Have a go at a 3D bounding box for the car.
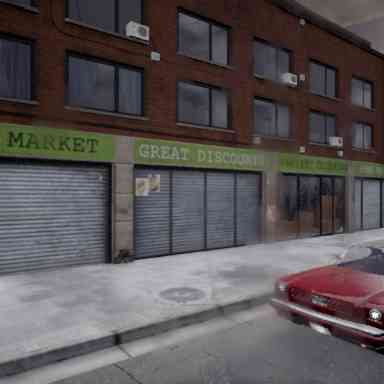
[{"bbox_3d":[3.582,1.606,5.939,4.718,1.301,1.895,0,0,-36],"label":"car"}]
